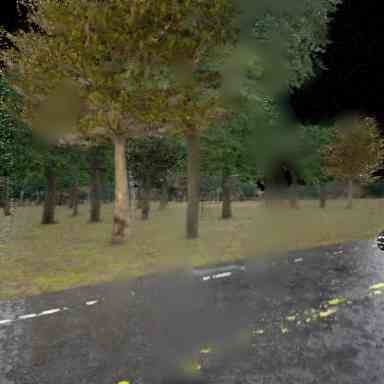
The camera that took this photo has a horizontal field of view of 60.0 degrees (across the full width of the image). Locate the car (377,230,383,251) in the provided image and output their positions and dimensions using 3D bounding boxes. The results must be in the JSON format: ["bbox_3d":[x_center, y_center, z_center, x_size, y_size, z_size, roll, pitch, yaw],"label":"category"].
[{"bbox_3d":[9.443,1.626,13.474,4.892,1.490,1.837,0,-2,-34],"label":"car"}]
